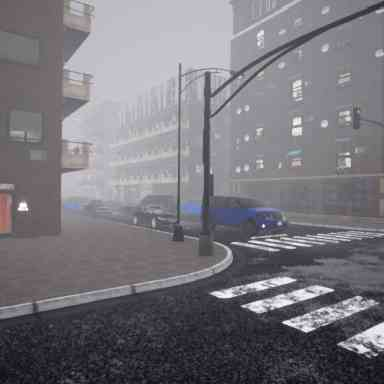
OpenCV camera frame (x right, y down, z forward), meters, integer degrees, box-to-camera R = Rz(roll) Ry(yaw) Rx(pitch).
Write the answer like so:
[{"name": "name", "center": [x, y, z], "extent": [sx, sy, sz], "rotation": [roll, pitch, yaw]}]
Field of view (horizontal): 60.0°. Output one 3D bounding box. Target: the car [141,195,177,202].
[{"name": "car", "center": [-3.633, 1.300, 32.753], "extent": [2.150, 2.045, 5.566], "rotation": [1, -1, -35]}]

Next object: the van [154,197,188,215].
[{"name": "van", "center": [-2.291, 1.450, 35.316], "extent": [1.690, 1.788, 3.998], "rotation": [1, -1, -35]}]

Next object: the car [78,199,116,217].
[{"name": "car", "center": [-8.772, 1.592, 30.829], "extent": [1.802, 1.307, 4.206], "rotation": [1, -1, -35]}]

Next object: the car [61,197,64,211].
[{"name": "car", "center": [-15.140, 1.581, 40.029], "extent": [2.008, 1.369, 4.403], "rotation": [1, -1, -35]}]

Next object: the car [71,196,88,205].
[{"name": "car", "center": [-21.398, 1.606, 62.913], "extent": [1.967, 1.590, 4.097], "rotation": [1, -1, -35]}]

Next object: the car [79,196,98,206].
[{"name": "car", "center": [-18.214, 1.597, 58.313], "extent": [1.967, 1.590, 4.097], "rotation": [1, -1, -35]}]

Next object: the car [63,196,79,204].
[{"name": "car", "center": [-24.582, 1.614, 67.512], "extent": [1.967, 1.590, 4.097], "rotation": [1, -1, -35]}]

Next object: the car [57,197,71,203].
[{"name": "car", "center": [-27.768, 1.727, 72.111], "extent": [1.887, 1.381, 4.507], "rotation": [1, -1, -35]}]

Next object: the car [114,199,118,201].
[{"name": "car", "center": [-11.846, 1.683, 49.114], "extent": [1.887, 1.381, 4.507], "rotation": [1, -1, -35]}]

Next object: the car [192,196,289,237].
[{"name": "car", "center": [2.701, 1.234, 18.708], "extent": [2.150, 2.045, 5.566], "rotation": [1, -1, -37]}]

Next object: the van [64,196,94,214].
[{"name": "van", "center": [-11.954, 1.361, 35.431], "extent": [1.690, 1.788, 3.998], "rotation": [1, -1, -35]}]

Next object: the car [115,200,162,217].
[{"name": "car", "center": [-4.748, 1.635, 29.343], "extent": [1.895, 1.301, 4.718], "rotation": [1, -1, -35]}]

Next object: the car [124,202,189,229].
[{"name": "car", "center": [-2.402, 1.540, 21.630], "extent": [2.008, 1.369, 4.403], "rotation": [1, -1, -35]}]

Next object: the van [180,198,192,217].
[{"name": "van", "center": [0.893, 1.439, 30.717], "extent": [1.690, 1.788, 3.998], "rotation": [1, -1, -35]}]

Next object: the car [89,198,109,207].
[{"name": "car", "center": [-15.030, 1.730, 53.713], "extent": [1.802, 1.307, 4.206], "rotation": [1, -1, -35]}]
